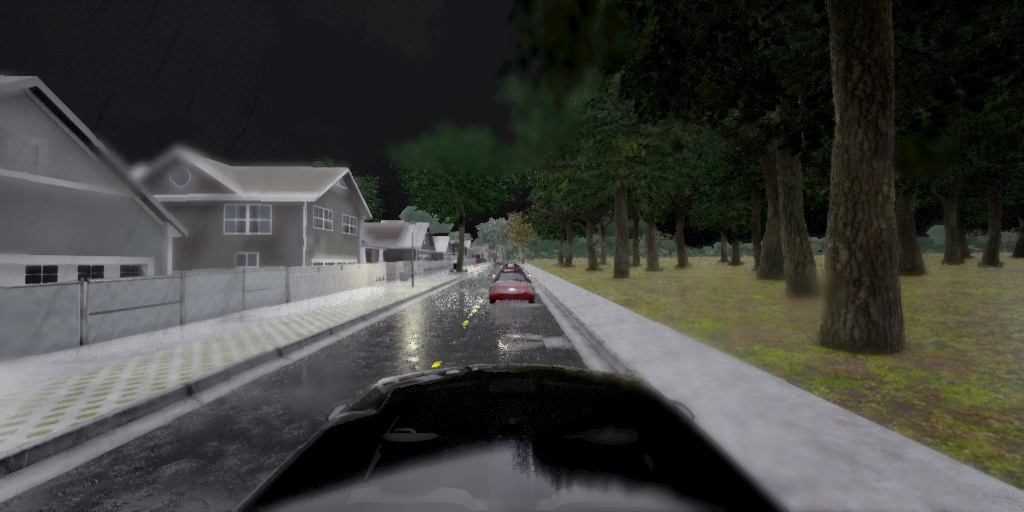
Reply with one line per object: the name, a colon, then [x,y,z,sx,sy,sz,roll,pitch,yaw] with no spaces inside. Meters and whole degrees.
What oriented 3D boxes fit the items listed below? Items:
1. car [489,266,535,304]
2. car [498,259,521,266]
car: [0.000,1.327,16.517,1.994,1.385,4.181,0,0,0]
car: [0.000,1.257,31.520,1.882,1.535,5.008,0,0,0]
